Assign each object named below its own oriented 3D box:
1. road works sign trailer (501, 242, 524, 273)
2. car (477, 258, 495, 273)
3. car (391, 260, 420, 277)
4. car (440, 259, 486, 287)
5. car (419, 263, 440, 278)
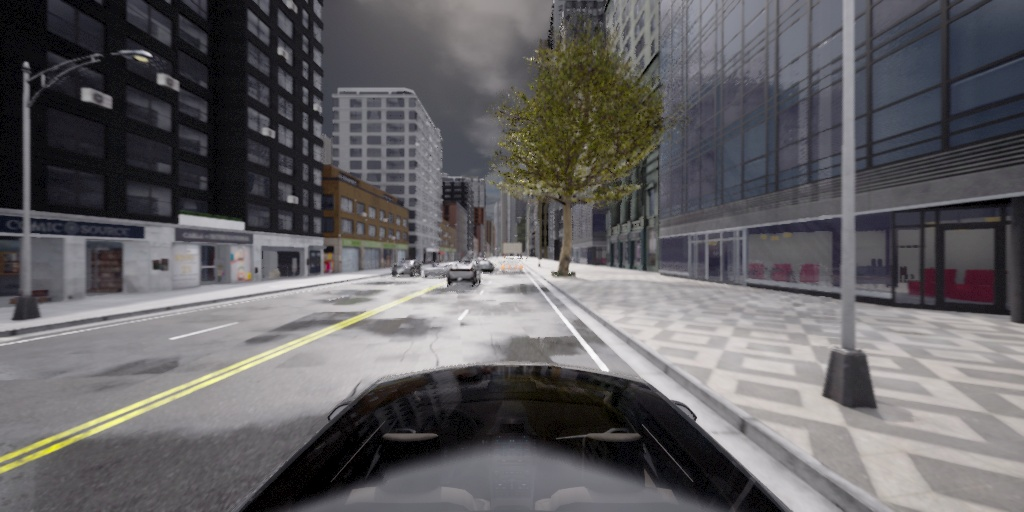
[{"bbox_3d":[0.012,0.120,42.131,2.380,3.560,2.880,0,0,0],"label":"road works sign trailer"},{"bbox_3d":[-3.138,1.220,42.014,1.994,1.385,4.181,0,0,0],"label":"car"},{"bbox_3d":[-9.831,1.167,33.826,2.128,1.511,4.902,0,0,0],"label":"car"},{"bbox_3d":[-3.143,1.187,24.082,2.128,1.511,4.902,0,0,0],"label":"car"},{"bbox_3d":[-6.586,1.278,32.239,1.895,1.301,4.718,0,0,0],"label":"car"}]
